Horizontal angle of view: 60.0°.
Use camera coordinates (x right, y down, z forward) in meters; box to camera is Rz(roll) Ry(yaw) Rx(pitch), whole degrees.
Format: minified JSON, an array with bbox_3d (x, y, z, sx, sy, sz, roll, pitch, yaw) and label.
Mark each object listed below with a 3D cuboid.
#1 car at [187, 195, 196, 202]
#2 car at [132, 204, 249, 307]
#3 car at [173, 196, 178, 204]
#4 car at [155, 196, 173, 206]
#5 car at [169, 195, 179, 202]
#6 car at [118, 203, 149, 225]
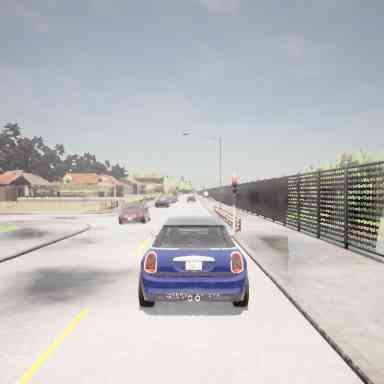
[{"bbox_3d":[-0.138,1.524,76.338,1.812,1.442,4.674,0,0,0],"label":"car"},{"bbox_3d":[0.038,1.352,8.138,2.097,1.767,4.553,0,0,0],"label":"car"},{"bbox_3d":[-4.176,1.525,61.651,1.812,1.442,4.674,0,0,0],"label":"car"},{"bbox_3d":[-4.184,1.601,47.123,1.895,1.301,4.718,0,0,0],"label":"car"},{"bbox_3d":[-4.141,1.535,76.991,2.033,1.411,5.357,0,0,0],"label":"car"},{"bbox_3d":[-4.135,1.525,24.426,1.812,1.442,4.674,0,0,0],"label":"car"}]
